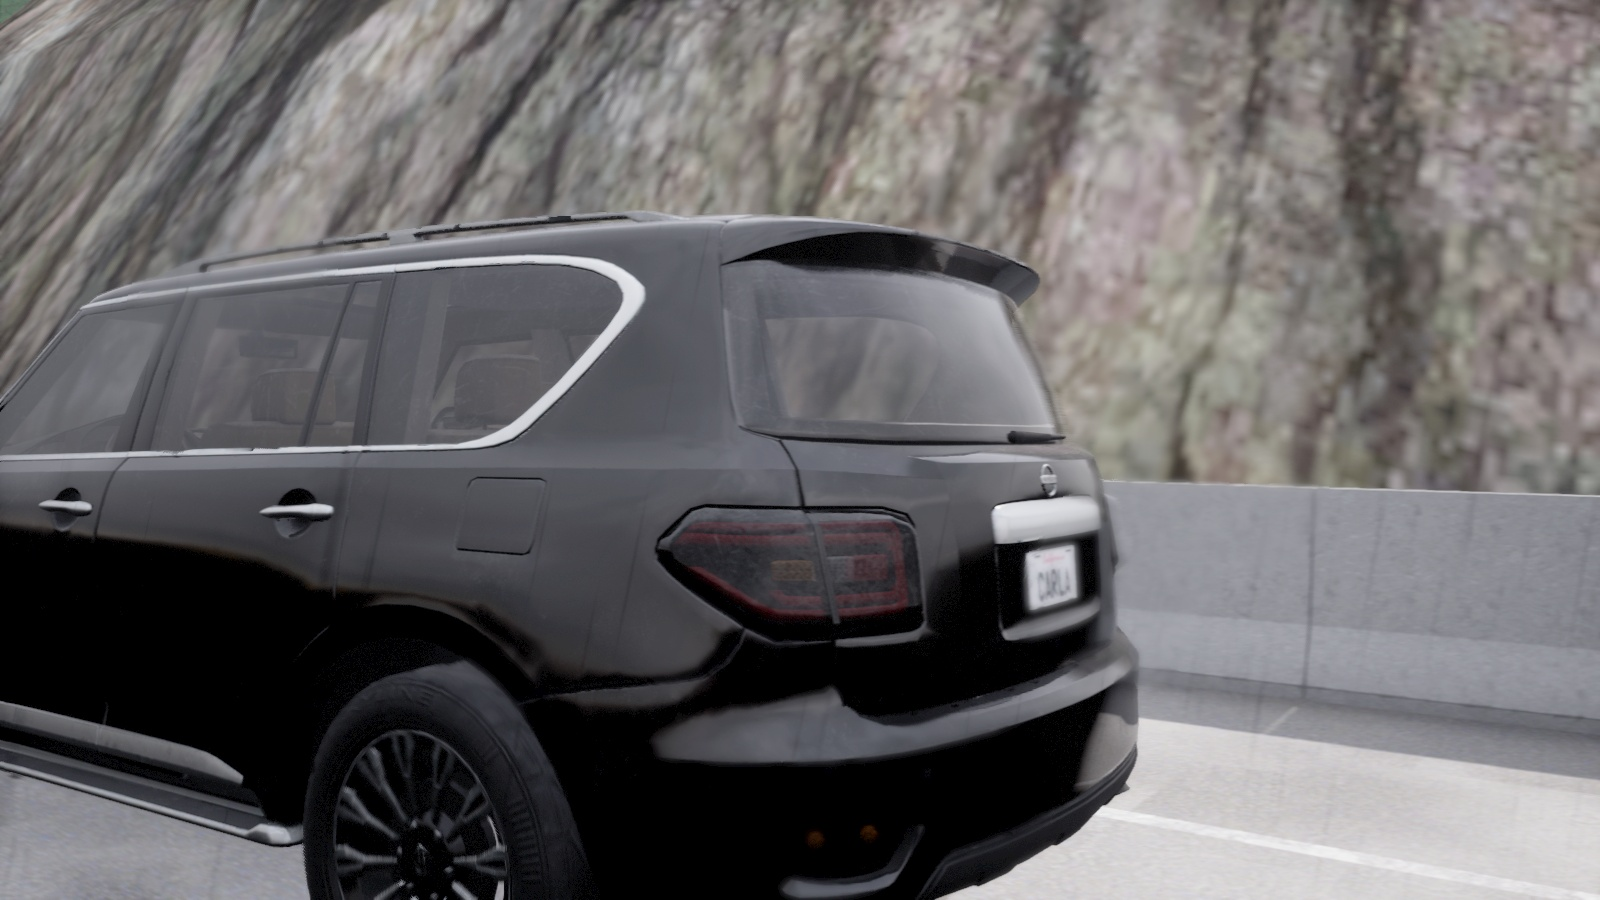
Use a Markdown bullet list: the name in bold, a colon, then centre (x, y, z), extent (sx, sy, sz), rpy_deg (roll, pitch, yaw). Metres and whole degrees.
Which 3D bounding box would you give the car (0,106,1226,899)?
- **car**: centre (-1.558, 0.401, 4.653), extent (5.566, 2.045, 2.150), rpy_deg (0, 1, 34)
